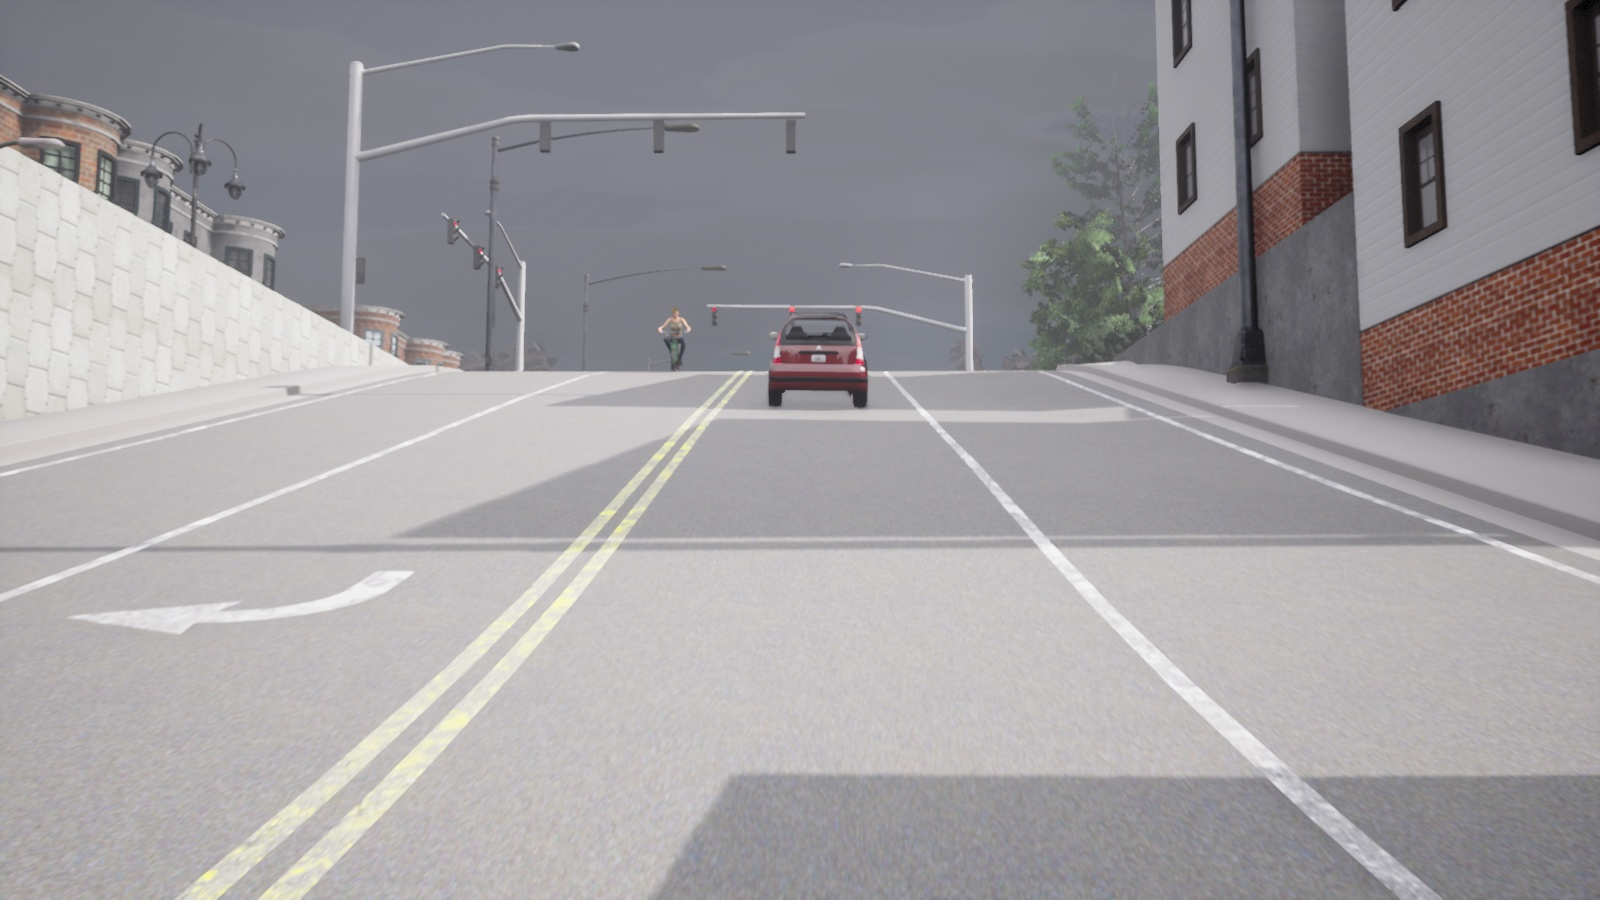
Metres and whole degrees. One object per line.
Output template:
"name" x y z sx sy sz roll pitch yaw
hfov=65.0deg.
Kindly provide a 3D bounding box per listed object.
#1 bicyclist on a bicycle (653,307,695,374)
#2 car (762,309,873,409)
"bicyclist on a bicycle" -3.115 -2.720 31.263 0.866 1.612 1.509 0 5 1
"car" 0.302 -1.752 23.054 1.851 1.617 3.988 1 7 0
